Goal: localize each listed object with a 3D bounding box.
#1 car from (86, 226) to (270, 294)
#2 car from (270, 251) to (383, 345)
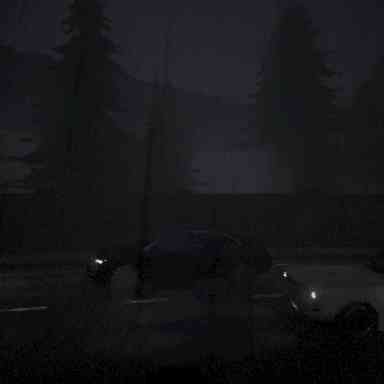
[{"bbox_3d":[-0.274,1.685,8.975,4.902,1.511,2.128,0,-1,-8],"label":"car"},{"bbox_3d":[4.056,1.722,6.039,4.718,1.301,1.895,0,-1,-1],"label":"car"}]
